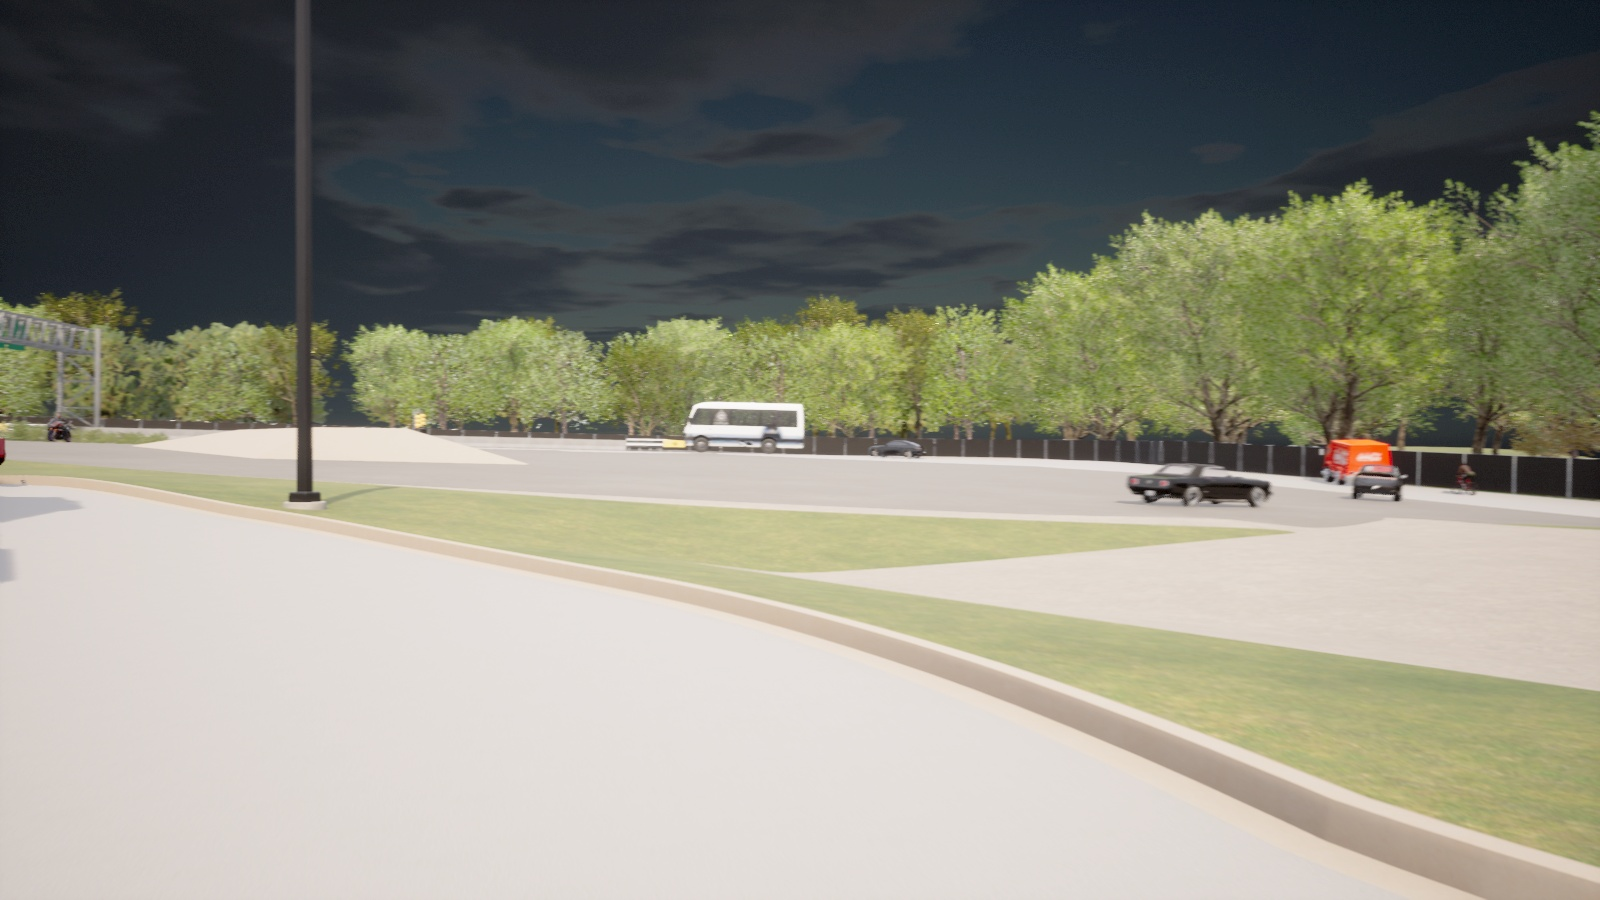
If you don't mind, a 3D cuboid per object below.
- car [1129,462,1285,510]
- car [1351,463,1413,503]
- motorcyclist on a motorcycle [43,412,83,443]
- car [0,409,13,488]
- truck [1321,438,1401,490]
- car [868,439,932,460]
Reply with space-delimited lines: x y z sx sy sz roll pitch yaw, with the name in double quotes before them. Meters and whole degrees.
"car" 12.677 1.118 39.062 4.718 1.301 1.895 2 1 -30
"car" 24.878 1.393 53.549 2.128 1.511 4.902 4 1 27
"motorcyclist on a motorcycle" -38.438 -1.172 65.523 0.866 1.530 2.191 2 0 -3
"car" -15.682 -0.127 21.700 4.718 1.301 1.895 2 -2 37
"truck" 31.296 0.741 70.225 2.627 2.467 5.204 -1 4 7
"car" 7.909 -0.053 99.086 4.674 1.442 1.812 2 1 26
